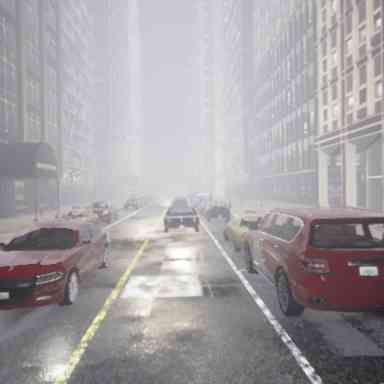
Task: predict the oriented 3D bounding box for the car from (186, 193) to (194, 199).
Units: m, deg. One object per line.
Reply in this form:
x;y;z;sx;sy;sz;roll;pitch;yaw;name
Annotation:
-0.526;0.929;81.266;1.947;1.339;4.313;-1;1;-2;car

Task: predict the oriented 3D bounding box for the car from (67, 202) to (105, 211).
-6.342;1.509;18.127;1.752;1.417;4.829;-1;0;-2;car

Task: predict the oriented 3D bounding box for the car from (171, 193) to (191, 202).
-1.452;1.233;40.152;1.837;1.490;4.892;-1;0;-2;car

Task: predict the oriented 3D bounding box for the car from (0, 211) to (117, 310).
-3.339;1.480;8.152;1.882;1.535;5.008;-1;0;-2;car

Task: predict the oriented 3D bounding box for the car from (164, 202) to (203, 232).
-0.607;1.477;19.256;1.895;1.301;4.718;-1;0;-2;car

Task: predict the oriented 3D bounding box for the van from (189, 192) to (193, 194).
0.398;0.886;58.488;1.690;1.788;3.998;-1;0;-2;van

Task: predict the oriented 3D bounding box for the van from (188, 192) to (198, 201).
0.166;0.842;64.183;1.690;1.788;3.998;-1;0;-2;van

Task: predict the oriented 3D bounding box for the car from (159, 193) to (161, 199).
-8.666;1.109;75.232;2.008;1.369;4.403;-1;1;-2;car

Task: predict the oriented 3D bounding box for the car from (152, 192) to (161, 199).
-9.132;0.904;86.619;1.967;1.590;4.097;-1;1;-2;car

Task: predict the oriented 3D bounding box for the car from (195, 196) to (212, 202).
1.562;1.339;30.023;1.802;1.307;4.206;-1;0;-2;car

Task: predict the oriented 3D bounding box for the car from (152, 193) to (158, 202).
-8.203;1.194;63.846;1.887;1.381;4.507;-1;0;-2;car

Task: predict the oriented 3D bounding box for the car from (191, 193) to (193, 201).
1.098;1.219;41.410;1.887;1.381;4.507;-1;0;-2;car

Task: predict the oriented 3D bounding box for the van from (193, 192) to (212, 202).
1.325;1.057;35.715;1.690;1.788;3.998;-1;0;-2;van

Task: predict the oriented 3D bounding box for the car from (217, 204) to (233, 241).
2.249;1.396;13.110;1.752;1.417;4.829;-1;0;-2;car

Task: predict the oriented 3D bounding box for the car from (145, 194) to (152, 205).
-7.738;1.318;52.459;1.802;1.307;4.206;-1;0;-2;car

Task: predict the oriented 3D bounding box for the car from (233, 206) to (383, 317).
2.483;1.222;7.246;2.192;1.841;5.009;-1;0;-2;car

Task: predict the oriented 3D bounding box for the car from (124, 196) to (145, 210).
-7.275;1.388;41.071;1.947;1.339;4.313;-1;0;-2;car

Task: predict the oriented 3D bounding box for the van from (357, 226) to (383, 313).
2.715;1.282;1.551;1.690;1.788;3.998;-1;0;-2;van

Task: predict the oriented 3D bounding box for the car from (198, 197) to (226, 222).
1.793;1.347;24.331;2.008;1.369;4.403;-1;0;-2;car

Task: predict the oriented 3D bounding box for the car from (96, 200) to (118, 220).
-6.582;1.385;23.991;1.967;1.590;4.097;-1;0;-2;car
